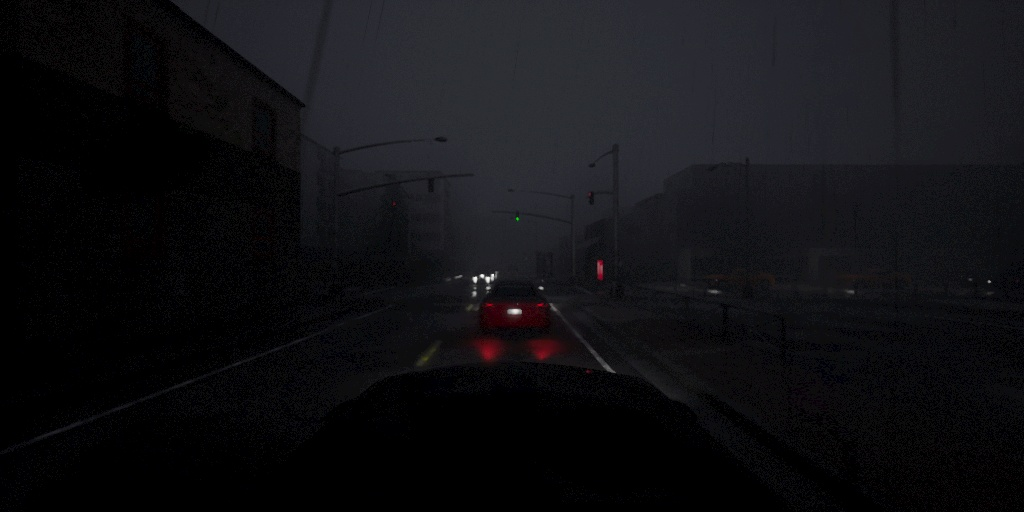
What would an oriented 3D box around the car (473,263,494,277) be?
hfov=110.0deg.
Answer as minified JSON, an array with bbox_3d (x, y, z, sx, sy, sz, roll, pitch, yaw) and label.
[{"bbox_3d":[-3.571,1.813,44.373,1.812,1.442,4.674,0,-1,0],"label":"car"}]

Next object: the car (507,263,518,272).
[{"bbox_3d":[0.140,2.010,62.810,2.128,1.511,4.902,0,-1,0],"label":"car"}]

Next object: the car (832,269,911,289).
[{"bbox_3d":[27.537,1.730,27.586,5.008,1.535,1.882,0,-1,0],"label":"car"}]

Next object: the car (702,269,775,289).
[{"bbox_3d":[17.311,1.730,27.570,5.008,1.535,1.882,0,-1,0],"label":"car"}]

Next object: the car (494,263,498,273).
[{"bbox_3d":[-3.555,2.014,54.404,1.895,1.301,4.718,0,-1,0],"label":"car"}]

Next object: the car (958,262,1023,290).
[{"bbox_3d":[38.026,1.474,27.588,5.566,2.045,2.150,0,-1,0],"label":"car"}]

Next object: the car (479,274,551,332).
[{"bbox_3d":[0.087,1.435,11.307,1.994,1.385,4.181,0,-1,0],"label":"car"}]
